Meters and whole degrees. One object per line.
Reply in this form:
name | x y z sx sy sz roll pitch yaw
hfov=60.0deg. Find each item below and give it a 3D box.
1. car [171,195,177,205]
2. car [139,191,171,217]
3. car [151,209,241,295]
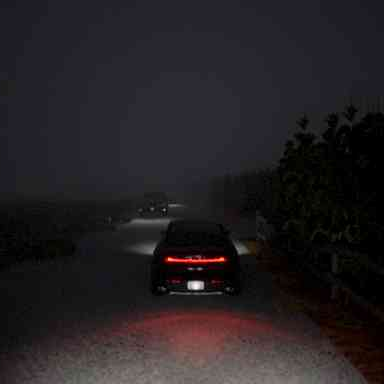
car | -3.192 1.088 47.294 1.994 1.385 4.181 0 1 0
car | -3.170 0.935 28.554 2.150 2.045 5.566 0 0 -2
car | 0.079 1.419 8.448 1.837 1.490 4.892 0 1 0
